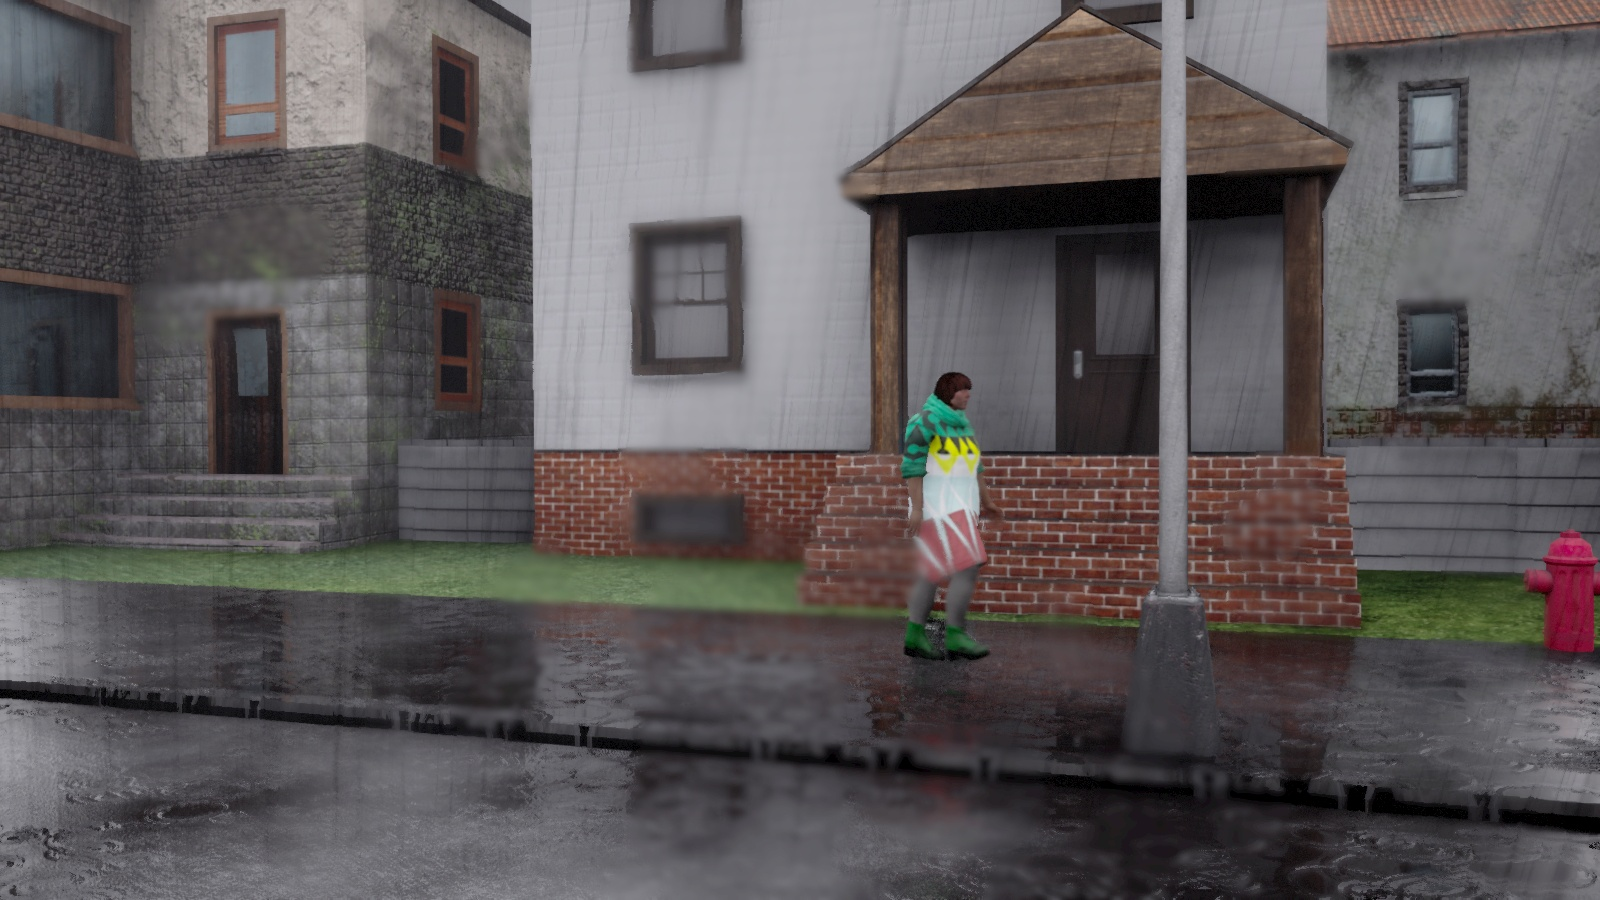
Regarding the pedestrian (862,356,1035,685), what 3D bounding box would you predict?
[{"bbox_3d":[0.943,0.412,7.958,0.873,1.952,0.659,1,1,35],"label":"pedestrian"}]
